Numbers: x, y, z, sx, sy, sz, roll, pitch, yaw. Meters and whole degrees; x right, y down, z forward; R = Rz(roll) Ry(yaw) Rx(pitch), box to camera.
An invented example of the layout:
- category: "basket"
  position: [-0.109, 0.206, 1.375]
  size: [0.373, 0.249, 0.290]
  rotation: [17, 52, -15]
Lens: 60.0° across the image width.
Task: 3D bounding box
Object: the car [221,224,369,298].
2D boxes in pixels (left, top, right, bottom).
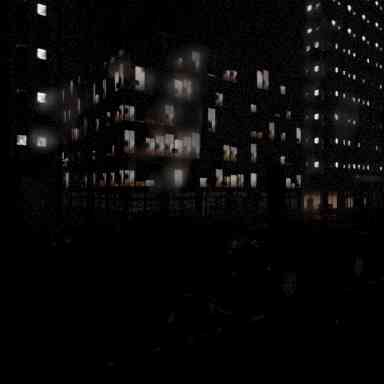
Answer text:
- category: "car"
  position: [2.760, 1.545, 8.516]
  size: [4.507, 1.381, 1.887]
  rotation: [0, 0, -35]
